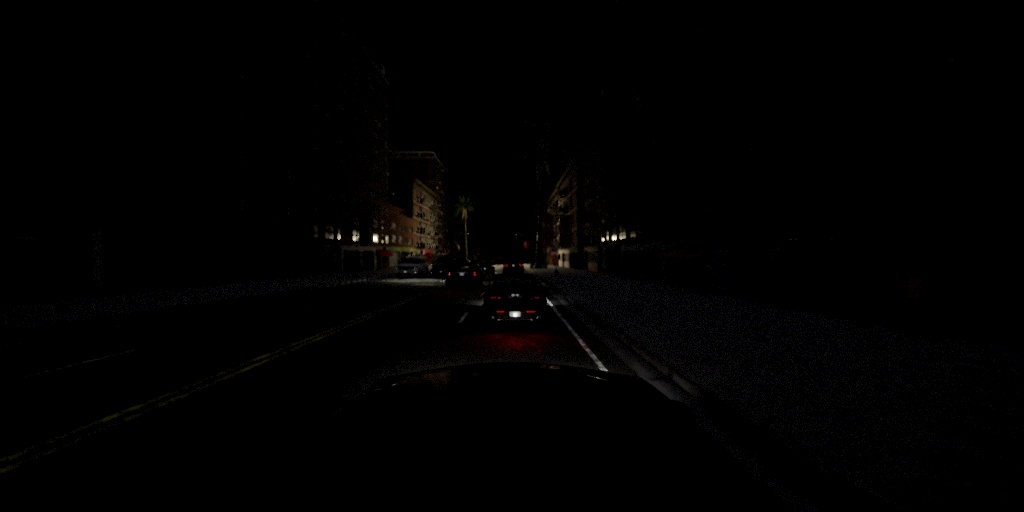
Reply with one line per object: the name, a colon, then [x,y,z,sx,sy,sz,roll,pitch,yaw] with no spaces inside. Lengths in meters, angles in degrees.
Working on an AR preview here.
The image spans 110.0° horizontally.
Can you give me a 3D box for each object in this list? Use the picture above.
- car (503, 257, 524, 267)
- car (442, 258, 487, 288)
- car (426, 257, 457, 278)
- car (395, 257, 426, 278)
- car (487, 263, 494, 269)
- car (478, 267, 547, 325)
car: [0.164,1.107,40.130,2.150,2.045,5.566,0,0,0]
car: [-3.114,1.188,24.421,2.097,1.767,4.553,0,0,0]
car: [-6.543,1.093,35.714,2.150,2.045,5.566,0,0,0]
car: [-9.793,1.092,35.641,2.150,2.045,5.566,0,0,0]
car: [-3.082,1.458,42.630,1.994,1.385,4.181,0,0,0]
car: [0.102,1.299,12.021,1.837,1.490,4.892,0,0,0]
